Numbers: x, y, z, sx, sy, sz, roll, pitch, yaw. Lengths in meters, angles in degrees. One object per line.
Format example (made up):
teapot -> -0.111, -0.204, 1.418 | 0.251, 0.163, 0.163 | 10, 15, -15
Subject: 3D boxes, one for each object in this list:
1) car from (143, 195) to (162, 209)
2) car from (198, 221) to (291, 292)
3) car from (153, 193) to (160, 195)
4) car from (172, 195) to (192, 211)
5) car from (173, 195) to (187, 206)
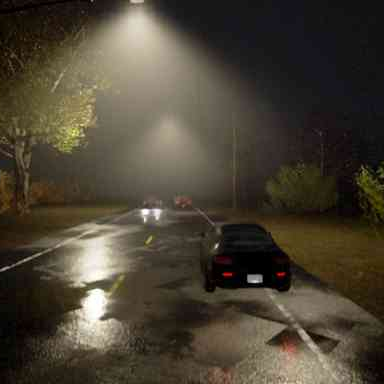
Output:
car -> -4.918, 1.342, 40.840 | 1.895, 1.301, 4.718 | 0, 0, -4
car -> 1.173, 1.479, 8.652 | 1.812, 1.442, 4.674 | 0, 0, -1
car -> -7.323, 1.011, 69.424 | 1.837, 1.490, 4.892 | 0, 1, -6
car -> -1.032, 1.288, 37.512 | 1.812, 1.442, 4.674 | 0, 0, -3
car -> -1.726, 1.193, 47.692 | 1.837, 1.490, 4.892 | 0, 0, -4
